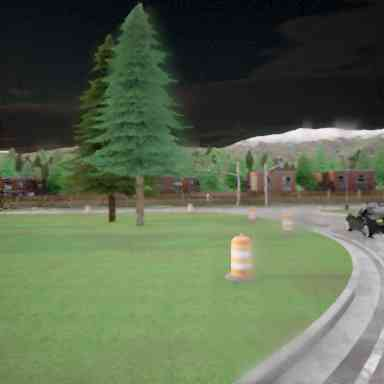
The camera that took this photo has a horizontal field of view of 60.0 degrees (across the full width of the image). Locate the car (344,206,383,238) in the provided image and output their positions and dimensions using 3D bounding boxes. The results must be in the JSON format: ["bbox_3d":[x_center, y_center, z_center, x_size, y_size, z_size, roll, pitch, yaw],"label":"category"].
[{"bbox_3d":[9.650,1.537,17.659,1.837,1.490,4.892,0,-1,7],"label":"car"}]
